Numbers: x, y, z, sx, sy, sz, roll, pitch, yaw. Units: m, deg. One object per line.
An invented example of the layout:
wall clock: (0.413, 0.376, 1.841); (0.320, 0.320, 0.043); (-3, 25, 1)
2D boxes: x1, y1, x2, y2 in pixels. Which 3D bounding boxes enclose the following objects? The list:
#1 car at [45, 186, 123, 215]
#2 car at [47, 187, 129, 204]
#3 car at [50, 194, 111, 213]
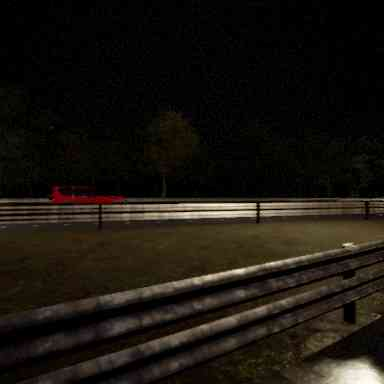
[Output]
car: (-8.420, 0.640, 26.020); (5.566, 2.045, 2.150); (0, 0, -23)
car: (-7.037, 0.634, 22.805); (5.566, 2.045, 2.150); (0, 0, -23)
car: (-9.832, 0.945, 29.222); (4.902, 1.511, 2.128); (0, 0, -23)
